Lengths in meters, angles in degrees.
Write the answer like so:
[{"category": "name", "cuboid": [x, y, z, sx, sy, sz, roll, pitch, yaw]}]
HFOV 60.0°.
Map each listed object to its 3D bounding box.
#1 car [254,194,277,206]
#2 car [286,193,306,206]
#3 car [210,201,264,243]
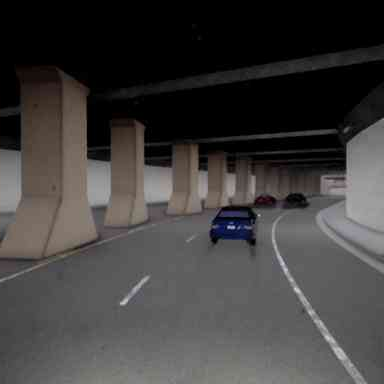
[{"category": "car", "cuboid": [9.413, 0.964, 42.509, 1.994, 1.385, 4.181, 0, 1, 28]}, {"category": "car", "cuboid": [13.275, 0.883, 42.344, 1.882, 1.535, 5.008, 0, 0, 28]}, {"category": "car", "cuboid": [2.022, 1.335, 14.922, 2.033, 1.411, 5.357, 0, 1, 13]}]
